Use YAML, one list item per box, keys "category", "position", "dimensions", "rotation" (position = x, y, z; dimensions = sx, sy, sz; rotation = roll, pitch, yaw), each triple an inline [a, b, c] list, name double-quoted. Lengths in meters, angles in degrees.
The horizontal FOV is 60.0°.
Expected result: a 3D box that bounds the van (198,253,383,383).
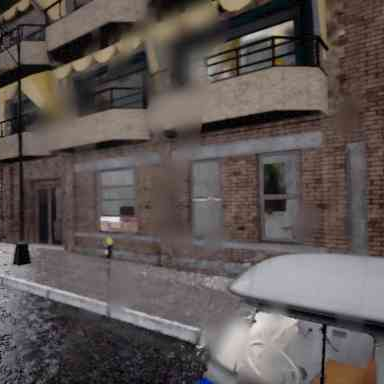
- category: "van"
  position: [1.835, 1.334, 1.588]
  dimensions: [3.998, 1.788, 1.690]
  rotation: [-1, -2, 36]
